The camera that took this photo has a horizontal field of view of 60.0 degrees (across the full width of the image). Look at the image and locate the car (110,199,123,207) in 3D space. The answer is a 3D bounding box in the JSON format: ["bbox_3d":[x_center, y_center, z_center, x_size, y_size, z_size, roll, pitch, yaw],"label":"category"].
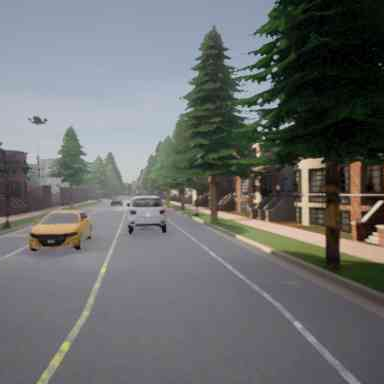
[{"bbox_3d":[-12.519,1.744,55.368,1.895,1.301,4.718,0,0,-9],"label":"car"}]

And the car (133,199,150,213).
[{"bbox_3d":[-5.983,1.602,38.892,1.812,1.442,4.674,0,0,-10],"label":"car"}]

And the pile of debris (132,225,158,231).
[{"bbox_3d":[-2.885,2.213,20.375,1.500,0.140,1.860,0,0,-10],"label":"pile of debris"}]

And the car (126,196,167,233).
[{"bbox_3d":[-2.815,1.259,20.474,2.150,2.045,5.566,0,0,-10],"label":"car"}]

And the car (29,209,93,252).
[{"bbox_3d":[-5.540,1.534,14.554,1.882,1.535,5.008,0,0,-10],"label":"car"}]
